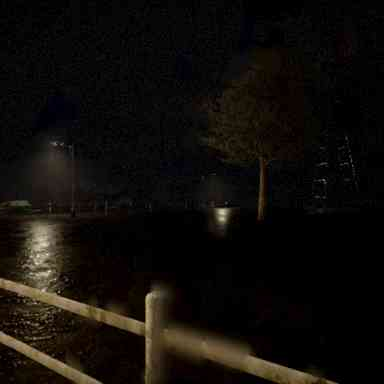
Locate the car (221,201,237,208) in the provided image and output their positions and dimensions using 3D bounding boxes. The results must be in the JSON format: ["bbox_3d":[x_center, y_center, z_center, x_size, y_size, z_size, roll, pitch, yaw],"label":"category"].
[{"bbox_3d":[7.718,2.626,69.445,1.994,1.385,4.181,-2,-2,36],"label":"car"}]

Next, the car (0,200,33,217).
[{"bbox_3d":[-20.211,1.766,36.858,2.097,1.767,4.553,-2,-2,36],"label":"car"}]

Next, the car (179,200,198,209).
[{"bbox_3d":[-0.579,2.353,64.061,2.097,1.767,4.553,-2,-2,36],"label":"car"}]

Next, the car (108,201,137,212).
[{"bbox_3d":[-10.529,2.186,50.338,2.128,1.511,4.902,-2,-2,36],"label":"car"}]
